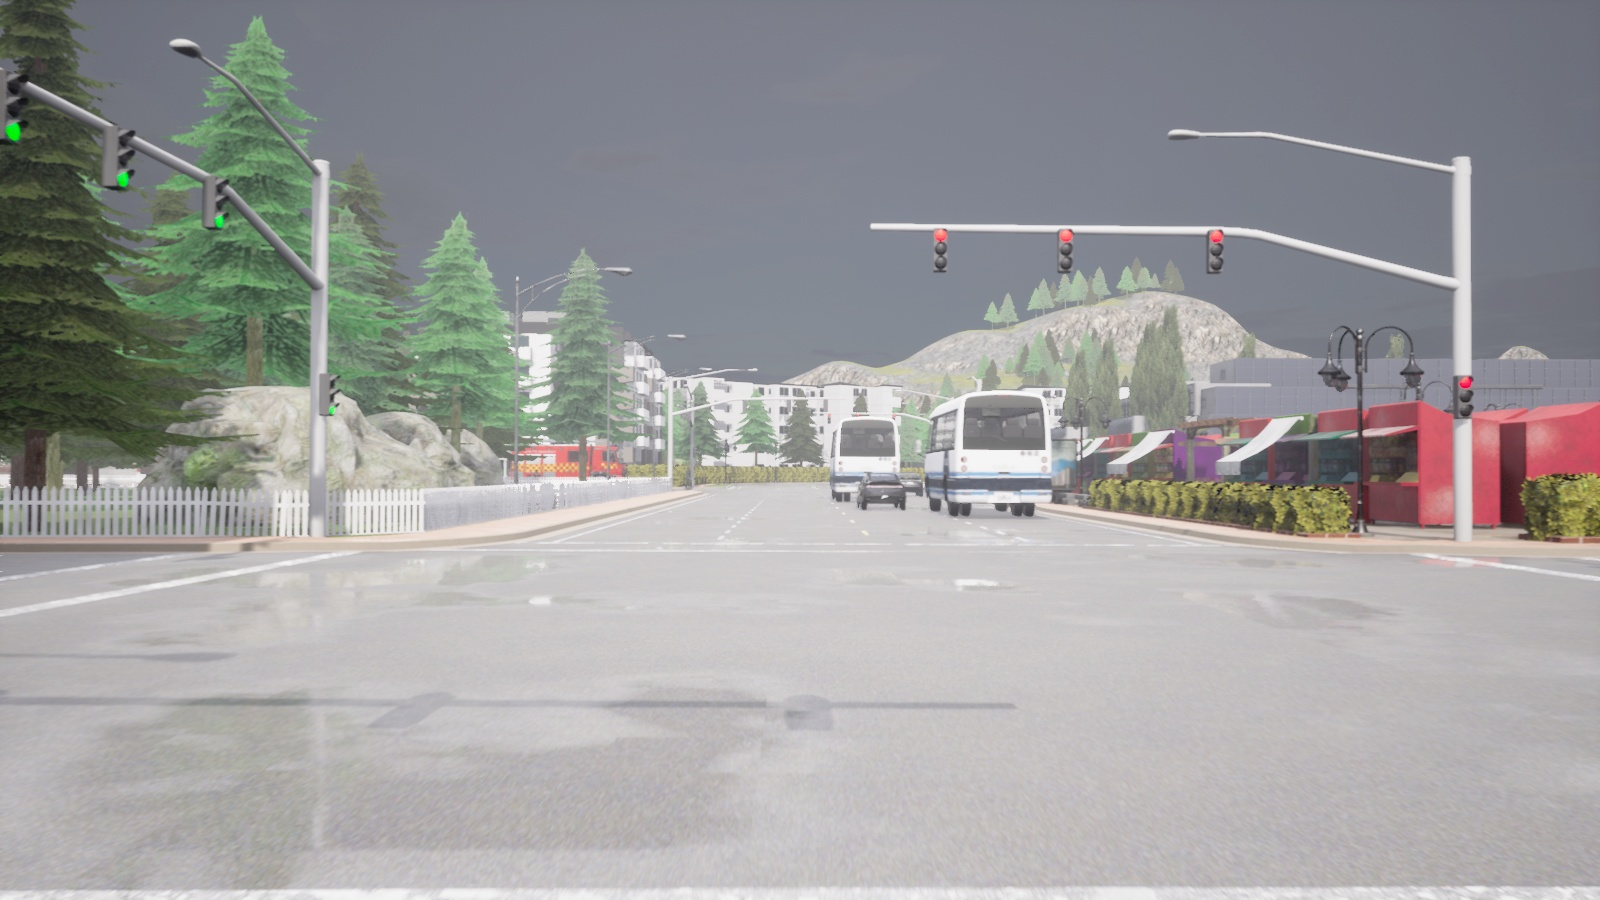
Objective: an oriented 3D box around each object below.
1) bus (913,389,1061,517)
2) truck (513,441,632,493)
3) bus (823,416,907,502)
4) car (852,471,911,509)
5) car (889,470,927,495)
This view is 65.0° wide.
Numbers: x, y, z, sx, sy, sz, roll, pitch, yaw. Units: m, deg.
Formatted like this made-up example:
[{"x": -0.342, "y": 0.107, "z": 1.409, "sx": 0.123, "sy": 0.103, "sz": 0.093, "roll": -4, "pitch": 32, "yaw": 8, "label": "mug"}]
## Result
[{"x": 6.710, "y": 0.200, "z": 47.093, "sx": 3.944, "sy": 4.253, "sz": 10.273, "roll": 0, "pitch": -1, "yaw": 0, "label": "bus"}, {"x": -17.168, "y": 1.310, "z": 95.056, "sx": 8.468, "sy": 3.827, "sz": 2.891, "roll": 0, "pitch": -1, "yaw": 1, "label": "truck"}, {"x": 3.321, "y": 0.553, "z": 67.414, "sx": 3.944, "sy": 4.253, "sz": 10.273, "roll": 0, "pitch": -1, "yaw": 0, "label": "bus"}, {"x": 3.365, "y": 1.636, "z": 52.462, "sx": 2.128, "sy": 1.511, "sz": 4.902, "roll": 0, "pitch": -1, "yaw": 0, "label": "car"}, {"x": 6.795, "y": 2.067, "z": 79.588, "sx": 2.007, "sy": 1.525, "sz": 4.514, "roll": 0, "pitch": -1, "yaw": 0, "label": "car"}]
